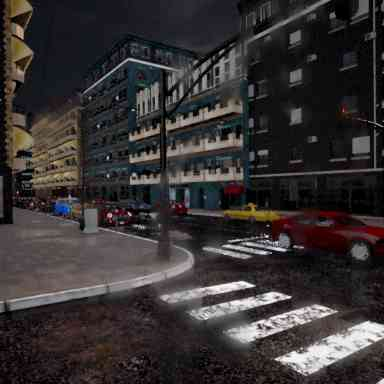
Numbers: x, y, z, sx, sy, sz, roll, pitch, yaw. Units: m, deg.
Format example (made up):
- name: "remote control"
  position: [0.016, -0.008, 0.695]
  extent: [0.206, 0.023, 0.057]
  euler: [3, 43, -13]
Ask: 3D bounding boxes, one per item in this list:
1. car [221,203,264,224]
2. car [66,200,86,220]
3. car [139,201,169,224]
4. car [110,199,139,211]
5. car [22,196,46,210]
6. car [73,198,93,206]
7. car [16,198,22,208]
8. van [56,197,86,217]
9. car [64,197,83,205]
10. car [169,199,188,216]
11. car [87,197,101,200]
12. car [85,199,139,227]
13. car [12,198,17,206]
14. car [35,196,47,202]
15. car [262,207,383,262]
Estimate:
- name: "car"
  position: [4.094, 1.498, 24.417]
  extent: [1.752, 1.417, 4.829]
  euler: [-1, 1, -35]
- name: "car"
  position: [-8.957, 1.652, 28.291]
  extent: [1.752, 1.417, 4.829]
  euler: [-1, 1, -35]
- name: "car"
  position: [-4.155, 1.567, 26.016]
  extent: [2.128, 1.511, 4.902]
  euler: [-1, 0, -35]
- name: "car"
  position: [-8.655, 1.582, 42.305]
  extent: [2.008, 1.369, 4.403]
  euler: [-1, 1, -35]
- name: "car"
  position: [-21.904, 1.628, 46.456]
  extent: [1.967, 1.590, 4.097]
  euler: [-1, 1, -35]
- name: "car"
  position: [-18.290, 1.644, 55.826]
  extent: [1.947, 1.339, 4.313]
  euler: [-1, 1, -35]
- name: "car"
  position: [-25.114, 1.770, 50.963]
  extent: [1.947, 1.339, 4.313]
  euler: [-1, 1, -35]
- name: "van"
  position: [-12.270, 1.483, 32.934]
  extent: [1.690, 1.788, 3.998]
  euler: [-1, 1, -35]
- name: "car"
  position: [-21.502, 1.646, 60.333]
  extent: [2.008, 1.369, 4.403]
  euler: [-1, 1, -35]
- name: "car"
  position: [-2.233, 1.441, 33.291]
  extent: [1.967, 1.590, 4.097]
  euler: [-1, 1, -35]
- name: "car"
  position: [-15.080, 1.502, 51.318]
  extent: [1.967, 1.590, 4.097]
  euler: [-1, 1, -35]
- name: "car"
  position: [-5.845, 1.553, 23.922]
  extent: [1.967, 1.590, 4.097]
  euler: [-1, 1, -35]
- name: "car"
  position: [-31.538, 1.783, 59.977]
  extent: [1.887, 1.381, 4.507]
  euler: [-1, 1, -35]
- name: "car"
  position: [-37.562, 1.729, 82.868]
  extent: [1.887, 1.381, 4.507]
  euler: [-1, 1, -35]
- name: "car"
  position: [5.312, 1.513, 12.727]
  extent: [1.882, 1.535, 5.008]
  euler: [-1, 0, -35]
